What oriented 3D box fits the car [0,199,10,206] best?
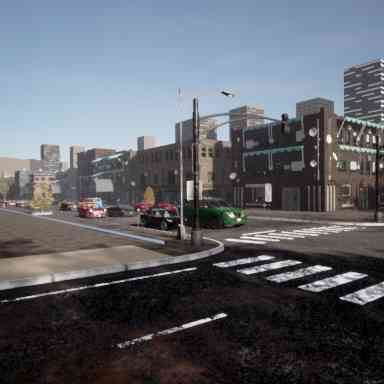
[{"bbox_3d":[-46.740,2.597,82.893,1.887,1.381,4.507,-1,0,-37],"label":"car"}]

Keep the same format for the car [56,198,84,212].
[{"bbox_3d":[-17.739,2.049,48.590,2.128,1.511,4.902,-1,0,-36],"label":"car"}]

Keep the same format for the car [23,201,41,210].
[{"bbox_3d":[-26.737,2.232,56.169,1.752,1.417,4.829,-1,0,-37],"label":"car"}]

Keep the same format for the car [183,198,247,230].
[{"bbox_3d":[1.278,1.420,23.101,2.150,2.045,5.566,-1,0,-37],"label":"car"}]

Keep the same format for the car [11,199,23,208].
[{"bbox_3d":[-33.473,2.375,65.169,2.008,1.369,4.403,-1,0,-37],"label":"car"}]

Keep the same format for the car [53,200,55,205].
[{"bbox_3d":[-30.081,2.363,74.623,1.947,1.339,4.313,-1,0,-37],"label":"car"}]

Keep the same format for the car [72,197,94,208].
[{"bbox_3d":[-20.136,1.939,61.328,2.192,1.841,5.009,-1,0,-37],"label":"car"}]

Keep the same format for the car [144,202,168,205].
[{"bbox_3d":[-3.546,1.904,39.173,1.802,1.307,4.206,-2,0,-37],"label":"car"}]

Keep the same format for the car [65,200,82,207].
[{"bbox_3d":[-23.448,2.227,65.760,1.887,1.381,4.507,-1,0,-37],"label":"car"}]

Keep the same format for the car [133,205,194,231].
[{"bbox_3d":[-2.036,1.814,22.968,1.947,1.339,4.313,-2,0,-37],"label":"car"}]

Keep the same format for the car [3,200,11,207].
[{"bbox_3d":[-40.109,2.379,74.030,1.967,1.590,4.097,-1,0,-37],"label":"car"}]

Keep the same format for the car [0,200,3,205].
[{"bbox_3d":[-43.423,2.546,78.462,2.008,1.369,4.403,-1,0,-37],"label":"car"}]

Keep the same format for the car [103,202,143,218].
[{"bbox_3d":[-7.213,1.926,34.430,1.994,1.385,4.181,-1,0,-37],"label":"car"}]

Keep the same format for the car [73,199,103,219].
[{"bbox_3d":[-10.257,1.846,34.149,1.967,1.590,4.097,-2,0,-37],"label":"car"}]

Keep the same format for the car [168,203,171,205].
[{"bbox_3d":[-0.230,1.809,34.742,2.008,1.369,4.403,-2,0,-37],"label":"car"}]

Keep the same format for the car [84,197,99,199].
[{"bbox_3d":[-16.953,1.909,52.775,2.097,1.767,4.553,-1,0,-37],"label":"car"}]
